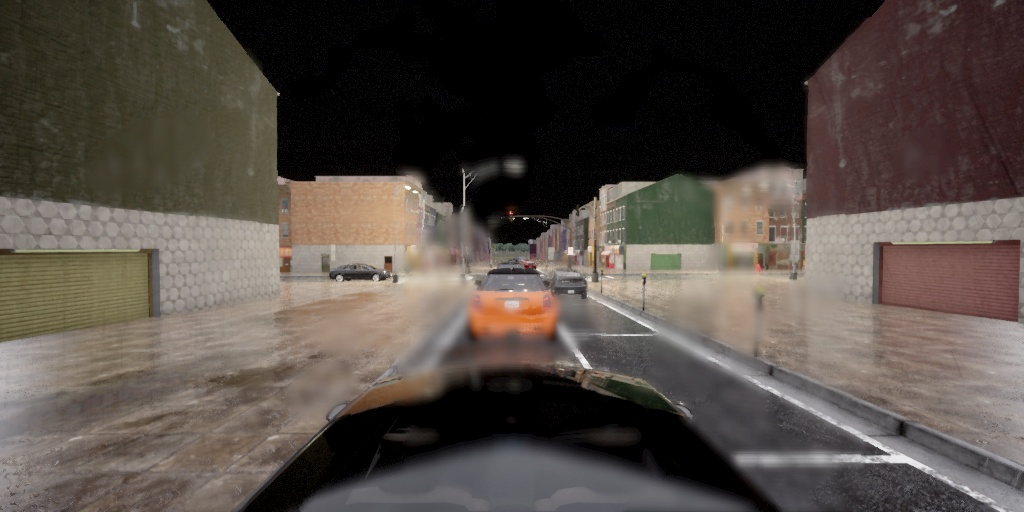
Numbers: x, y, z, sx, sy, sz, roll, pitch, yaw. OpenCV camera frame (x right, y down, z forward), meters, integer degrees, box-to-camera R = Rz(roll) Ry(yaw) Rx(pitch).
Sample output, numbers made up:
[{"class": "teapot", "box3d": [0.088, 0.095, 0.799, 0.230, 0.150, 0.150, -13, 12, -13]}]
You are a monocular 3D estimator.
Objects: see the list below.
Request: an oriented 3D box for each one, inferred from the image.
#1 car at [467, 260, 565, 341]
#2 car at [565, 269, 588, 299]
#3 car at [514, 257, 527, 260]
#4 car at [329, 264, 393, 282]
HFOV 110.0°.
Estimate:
[{"class": "car", "box3d": [0.037, 1.100, 9.973, 2.097, 1.767, 4.553, 0, 0, 0]}, {"class": "car", "box3d": [2.581, 1.297, 17.546, 2.007, 1.370, 4.403, 0, 0, 0]}, {"class": "car", "box3d": [-0.064, 1.099, 19.864, 2.097, 1.767, 4.553, 0, 0, 0]}, {"class": "car", "box3d": [-12.336, 1.366, 29.420, 4.892, 1.490, 1.837, 0, 1, -2]}]
